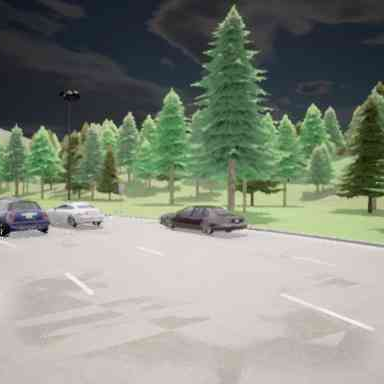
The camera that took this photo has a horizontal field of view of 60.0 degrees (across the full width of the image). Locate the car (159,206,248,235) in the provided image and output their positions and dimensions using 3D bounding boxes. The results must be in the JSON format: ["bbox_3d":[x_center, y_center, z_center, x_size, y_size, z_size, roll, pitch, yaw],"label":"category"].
[{"bbox_3d":[0.475,1.440,18.065,2.033,1.411,5.357,0,0,-43],"label":"car"}]

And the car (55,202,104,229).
[{"bbox_3d":[-7.279,1.345,20.366,4.674,1.442,1.812,1,0,39],"label":"car"}]

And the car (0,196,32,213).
[{"bbox_3d":[-17.885,1.187,32.865,4.674,1.442,1.812,0,0,37],"label":"car"}]

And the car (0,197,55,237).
[{"bbox_3d":[-9.278,1.176,17.112,4.553,1.767,2.097,1,1,42],"label":"car"}]
